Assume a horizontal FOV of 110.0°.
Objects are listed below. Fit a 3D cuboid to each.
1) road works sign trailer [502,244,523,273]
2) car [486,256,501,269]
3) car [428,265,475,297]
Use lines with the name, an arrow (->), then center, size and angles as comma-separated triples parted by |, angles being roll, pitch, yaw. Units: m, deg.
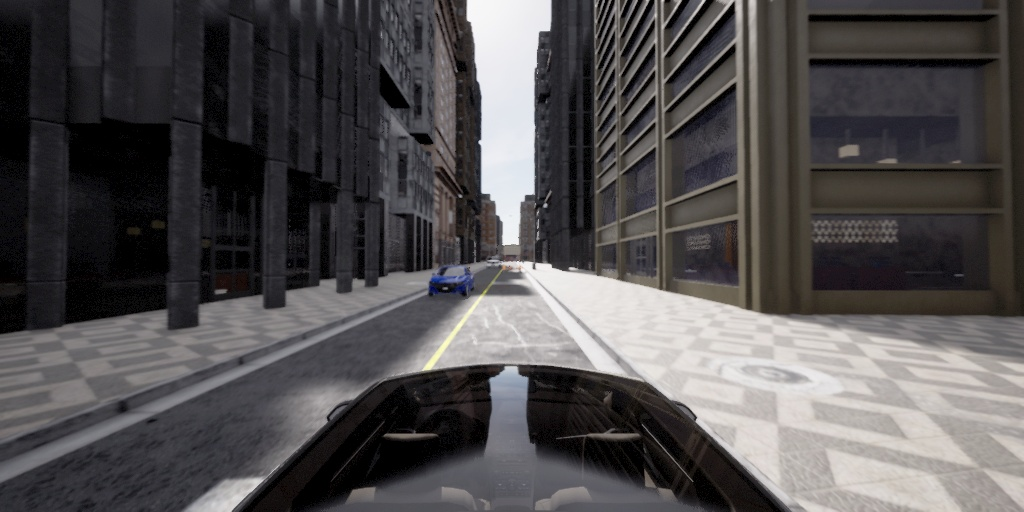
road works sign trailer -> -0.015, 0.293, 46.102 | 2.380, 3.560, 2.880 | 0, 0, 0
car -> -3.059, 1.091, 60.551 | 2.150, 2.045, 5.566 | 0, 0, 1
car -> -3.104, 1.240, 19.144 | 1.882, 1.535, 5.008 | 0, 0, 0
